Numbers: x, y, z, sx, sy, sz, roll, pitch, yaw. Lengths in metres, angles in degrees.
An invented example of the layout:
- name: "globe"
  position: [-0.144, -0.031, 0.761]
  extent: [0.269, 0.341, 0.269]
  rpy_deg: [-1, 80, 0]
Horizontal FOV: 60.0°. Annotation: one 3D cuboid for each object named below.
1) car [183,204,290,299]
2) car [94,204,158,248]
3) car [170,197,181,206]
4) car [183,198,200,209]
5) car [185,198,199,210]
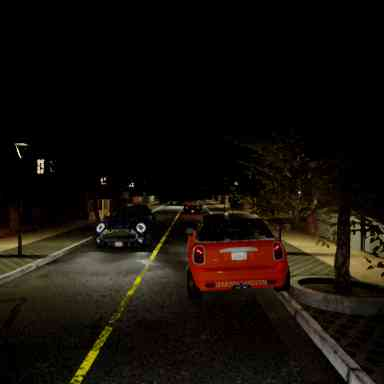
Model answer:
- name: "car"
  position: [0.920, 1.312, 8.642]
  extent: [2.097, 1.767, 4.553]
  rpy_deg: [-3, -1, 0]
- name: "car"
  position: [-2.753, 1.373, 14.723]
  extent: [2.097, 1.767, 4.553]
  rpy_deg: [0, 0, 0]
- name: "car"
  position: [-2.757, 1.615, 56.180]
  extent: [2.128, 1.511, 4.902]
  rpy_deg: [0, 0, 0]
- name: "car"
  position: [0.068, 1.663, 35.857]
  extent: [1.895, 1.301, 4.718]
  rpy_deg: [0, 0, 0]
- name: "car"
  position: [0.049, 1.614, 45.559]
  extent: [1.812, 1.442, 4.674]
  rpy_deg: [0, 0, 1]
